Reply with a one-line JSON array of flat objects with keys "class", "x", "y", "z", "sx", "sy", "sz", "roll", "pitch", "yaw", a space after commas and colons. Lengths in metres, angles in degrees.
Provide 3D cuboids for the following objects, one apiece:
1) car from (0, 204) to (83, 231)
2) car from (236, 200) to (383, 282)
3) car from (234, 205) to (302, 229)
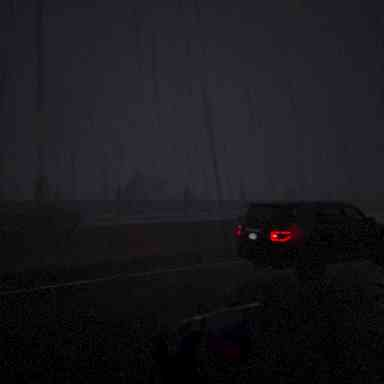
[{"class": "car", "x": -8.841, "y": 1.482, "z": 18.876, "sx": 5.008, "sy": 1.535, "sz": 1.882, "roll": 0, "pitch": 0, "yaw": -32}, {"class": "car", "x": 3.928, "y": 1.274, "z": 10.107, "sx": 5.566, "sy": 2.045, "sz": 2.150, "roll": 0, "pitch": 0, "yaw": -30}, {"class": "car", "x": 5.219, "y": 1.662, "z": 22.707, "sx": 4.181, "sy": 1.385, "sz": 1.994, "roll": 0, "pitch": 0, "yaw": -25}]
